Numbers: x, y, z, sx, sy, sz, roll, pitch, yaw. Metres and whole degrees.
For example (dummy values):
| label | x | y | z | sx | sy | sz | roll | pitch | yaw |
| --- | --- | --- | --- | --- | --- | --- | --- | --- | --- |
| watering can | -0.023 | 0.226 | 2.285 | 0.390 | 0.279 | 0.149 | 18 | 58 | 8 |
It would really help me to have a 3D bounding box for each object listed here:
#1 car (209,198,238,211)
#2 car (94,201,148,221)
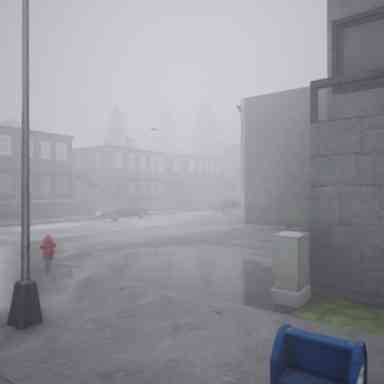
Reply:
| label | x | y | z | sx | sy | sz | roll | pitch | yaw |
| --- | --- | --- | --- | --- | --- | --- | --- | --- | --- |
| car | 3.864 | 1.498 | 40.478 | 2.128 | 1.511 | 4.902 | 0 | 0 | 36 |
| car | -5.679 | 1.498 | 27.151 | 2.128 | 1.511 | 4.902 | 0 | 0 | 36 |
